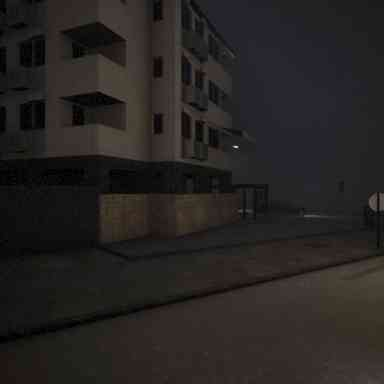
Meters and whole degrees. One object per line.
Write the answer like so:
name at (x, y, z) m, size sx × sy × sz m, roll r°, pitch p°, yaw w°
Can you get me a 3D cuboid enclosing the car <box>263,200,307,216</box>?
car at (8.803, 1.548, 33.508) m, size 2.033 × 1.411 × 5.357 m, roll 0°, pitch 0°, yaw -35°
